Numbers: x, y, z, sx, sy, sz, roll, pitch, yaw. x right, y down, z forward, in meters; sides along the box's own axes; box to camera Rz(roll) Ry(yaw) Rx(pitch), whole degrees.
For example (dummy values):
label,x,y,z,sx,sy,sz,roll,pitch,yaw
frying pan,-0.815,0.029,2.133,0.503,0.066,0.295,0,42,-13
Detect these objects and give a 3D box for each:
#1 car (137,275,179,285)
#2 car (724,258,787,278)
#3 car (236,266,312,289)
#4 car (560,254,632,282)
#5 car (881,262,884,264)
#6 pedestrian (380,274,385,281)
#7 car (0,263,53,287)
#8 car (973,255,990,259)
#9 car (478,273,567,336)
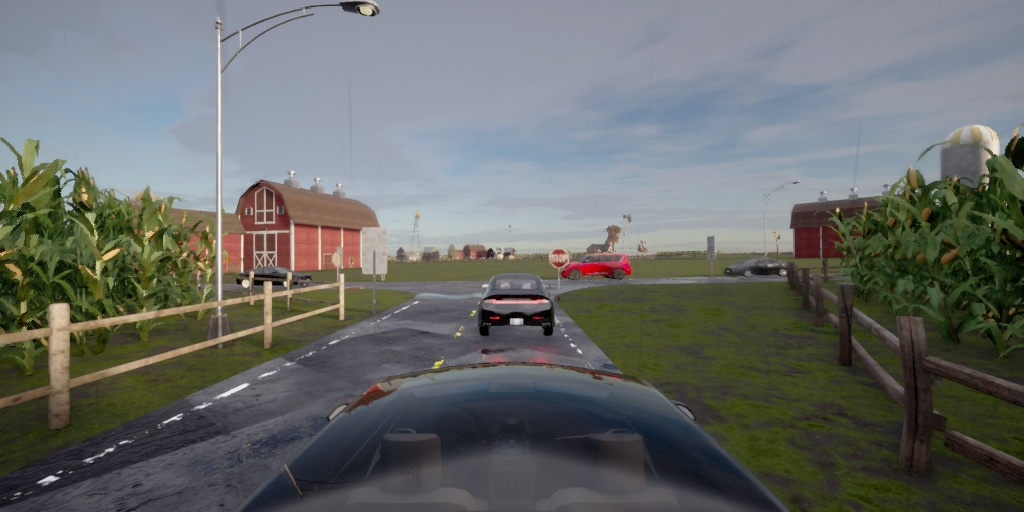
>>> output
label,x,y,z,sx,sy,sz,roll,pitch,yaw
car,-27.098,1.713,26.722,5.357,1.411,2.033,-1,-1,8
car,19.400,0.919,28.421,4.892,1.490,1.837,-1,0,-5
car,-16.865,1.473,25.556,5.008,1.535,1.882,-1,-1,5
car,6.352,0.863,27.685,5.566,2.045,2.150,-1,0,-2
car,33.107,0.655,30.095,5.008,1.535,1.882,-1,0,-9
pedestrian,-11.179,1.241,30.987,0.375,1.860,0.375,0,0,4
car,-45.988,1.732,33.295,5.566,2.045,2.150,-1,-1,15
car,35.565,0.608,27.511,4.902,1.511,2.128,-1,0,-9
car,0.106,1.243,10.382,2.128,1.511,4.902,0,0,0
